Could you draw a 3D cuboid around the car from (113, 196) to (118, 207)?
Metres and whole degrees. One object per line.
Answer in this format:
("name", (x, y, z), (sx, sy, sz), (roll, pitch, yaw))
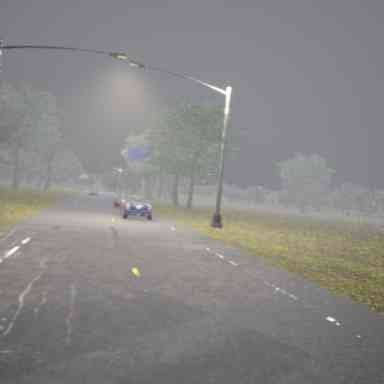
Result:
("car", (-8.179, 1.071, 39.303), (1.994, 1.385, 4.181), (5, 0, -15))

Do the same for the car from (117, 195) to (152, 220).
("car", (-4.442, 1.107, 26.275), (2.097, 1.767, 4.553), (5, 0, -16))

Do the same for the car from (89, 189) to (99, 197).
("car", (-19.815, 0.218, 67.295), (2.033, 1.411, 5.357), (5, -1, -16))
